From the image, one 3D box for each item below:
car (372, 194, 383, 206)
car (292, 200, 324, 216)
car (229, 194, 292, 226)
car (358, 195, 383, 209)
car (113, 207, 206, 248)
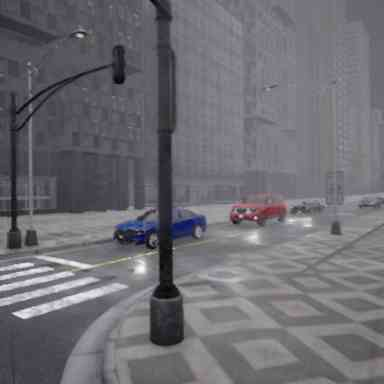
[{"bbox_3d":[27.522,1.149,48.128,1.882,1.535,5.008,-1,0,37],"label":"car"},{"bbox_3d":[10.853,1.466,31.303,1.895,1.301,4.718,-1,0,37],"label":"car"},{"bbox_3d":[4.741,1.158,23.204,2.150,2.045,5.566,-1,0,37],"label":"car"},{"bbox_3d":[21.369,1.290,39.954,2.033,1.411,5.357,-1,0,37],"label":"car"},{"bbox_3d":[-1.306,1.486,15.171,1.882,1.535,5.008,-1,0,37],"label":"car"}]
